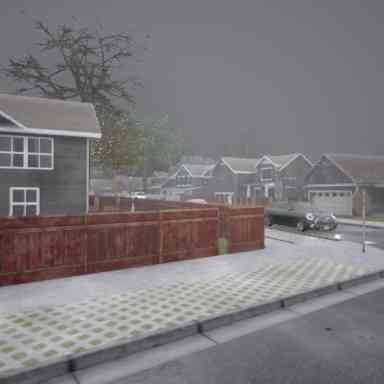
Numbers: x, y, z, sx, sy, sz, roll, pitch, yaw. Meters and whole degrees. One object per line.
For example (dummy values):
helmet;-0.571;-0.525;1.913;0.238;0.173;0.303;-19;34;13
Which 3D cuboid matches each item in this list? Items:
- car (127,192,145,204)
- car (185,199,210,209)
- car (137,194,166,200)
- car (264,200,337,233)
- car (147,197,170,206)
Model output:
car;-10.010;1.017;59.657;2.150;2.045;5.566;0;0;-30
car;0.622;1.419;32.539;1.812;1.442;4.674;0;0;-25
car;-5.116;1.386;44.473;2.033;1.411;5.357;0;0;-28
car;6.249;1.311;19.575;2.097;1.767;4.553;0;0;-22
car;-5.230;1.434;50.981;1.895;1.301;4.718;0;0;-28
